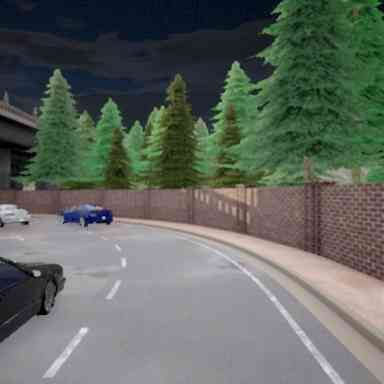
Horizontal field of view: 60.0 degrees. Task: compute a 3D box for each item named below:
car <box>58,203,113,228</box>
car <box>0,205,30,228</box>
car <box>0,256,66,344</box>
[{"bbox_3d":[-7.501,1.543,23.222,5.008,1.535,1.882,0,-1,44],"label":"car"},{"bbox_3d":[-12.980,1.590,22.772,4.674,1.442,1.812,0,-1,33],"label":"car"},{"bbox_3d":[-3.469,1.560,4.467,2.033,1.411,5.357,0,0,-2],"label":"car"}]
